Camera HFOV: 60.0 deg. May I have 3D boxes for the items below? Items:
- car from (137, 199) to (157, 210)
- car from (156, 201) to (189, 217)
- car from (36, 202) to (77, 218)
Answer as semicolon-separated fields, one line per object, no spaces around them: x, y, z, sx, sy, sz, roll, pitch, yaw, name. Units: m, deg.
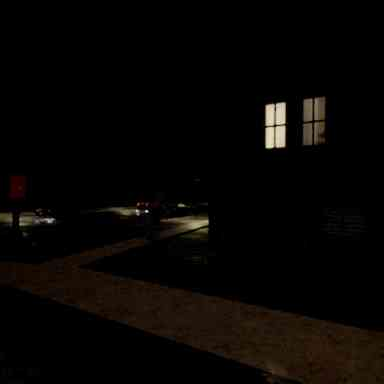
-6.946;1.941;53.156;2.097;1.767;4.553;1;-1;21;car
-1.810;1.991;38.366;2.128;1.511;4.902;1;-1;19;car
-13.763;1.811;34.119;1.812;1.442;4.674;1;-1;18;car
